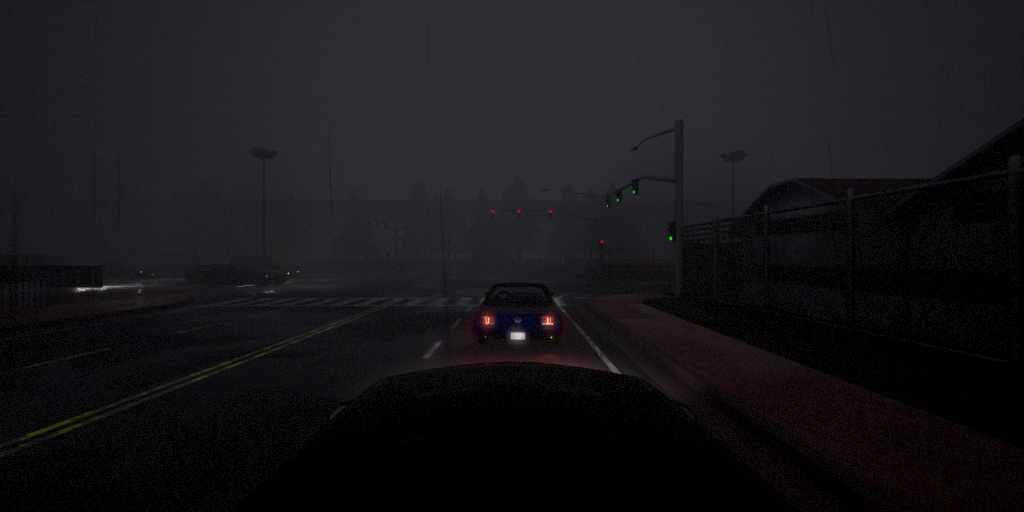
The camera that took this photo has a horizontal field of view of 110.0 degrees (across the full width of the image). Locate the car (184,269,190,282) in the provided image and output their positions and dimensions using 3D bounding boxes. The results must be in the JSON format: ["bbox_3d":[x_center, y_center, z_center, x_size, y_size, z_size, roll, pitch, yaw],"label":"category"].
[{"bbox_3d":[-21.677,1.274,26.733,4.674,1.442,1.812,0,0,-1],"label":"car"}]

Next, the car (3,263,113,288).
[{"bbox_3d":[-29.126,1.306,23.110,4.181,1.385,1.994,0,0,-1],"label":"car"}]

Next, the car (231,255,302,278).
[{"bbox_3d":[-20.858,0.968,30.247,5.566,2.045,2.150,0,0,-1],"label":"car"}]

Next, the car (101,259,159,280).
[{"bbox_3d":[-32.473,1.244,30.058,4.674,1.442,1.812,1,0,-1],"label":"car"}]

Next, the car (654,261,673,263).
[{"bbox_3d":[17.192,1.276,41.574,4.674,1.442,1.812,0,0,-1],"label":"car"}]

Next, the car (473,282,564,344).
[{"bbox_3d":[0.191,1.351,9.556,1.895,1.301,4.718,0,0,2],"label":"car"}]

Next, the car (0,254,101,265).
[{"bbox_3d":[-34.644,0.899,26.526,5.566,2.045,2.150,1,0,-1],"label":"car"}]

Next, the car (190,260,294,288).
[{"bbox_3d":[-17.433,1.227,23.305,5.008,1.535,1.882,0,0,-1],"label":"car"}]
